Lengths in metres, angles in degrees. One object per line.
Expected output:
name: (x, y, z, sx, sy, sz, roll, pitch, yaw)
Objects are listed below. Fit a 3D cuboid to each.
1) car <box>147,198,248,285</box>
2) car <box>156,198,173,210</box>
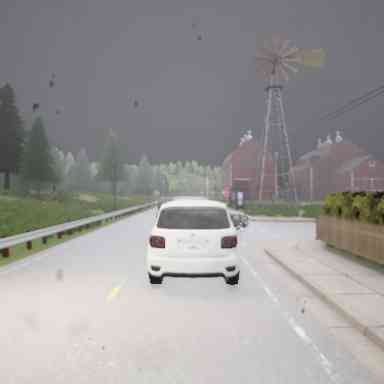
car: (0.081, 1.243, 9.666, 2.150, 2.045, 5.566, 0, 0, 1)
car: (-3.563, 1.605, 44.573, 1.837, 1.490, 4.892, 0, -1, 1)
